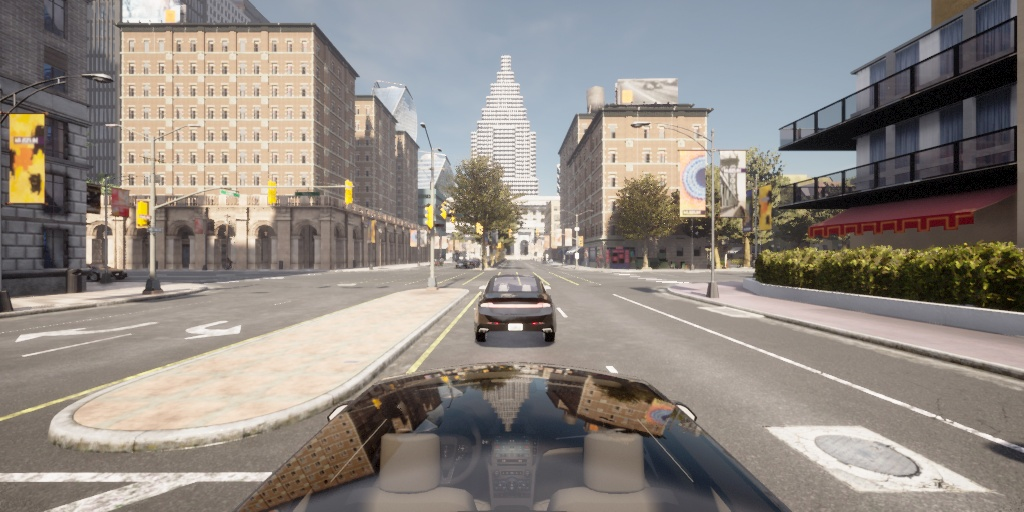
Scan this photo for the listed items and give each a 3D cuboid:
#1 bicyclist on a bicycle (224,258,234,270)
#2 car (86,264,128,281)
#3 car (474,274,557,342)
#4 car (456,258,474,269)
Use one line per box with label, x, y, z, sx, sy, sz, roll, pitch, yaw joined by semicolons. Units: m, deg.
bicyclist on a bicycle;-37.240;1.050;47.167;0.582;1.620;1.656;0;0;0
car;-34.161;1.313;29.213;4.181;1.385;1.994;0;0;0
car;0.082;1.241;9.759;2.128;1.511;4.902;0;0;0
car;-8.006;1.240;58.508;2.128;1.511;4.902;0;0;0
